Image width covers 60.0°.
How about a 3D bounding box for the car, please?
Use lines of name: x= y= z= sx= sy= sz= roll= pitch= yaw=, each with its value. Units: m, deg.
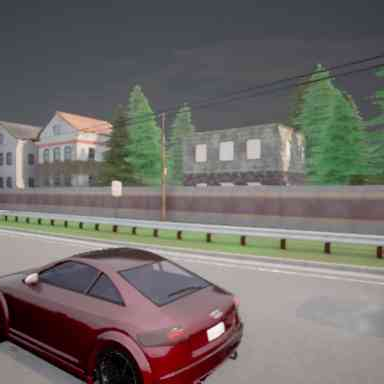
car: x=-1.353 y=1.552 z=4.959 sx=4.181 sy=1.385 sz=1.994 roll=0 pitch=0 yaw=36
